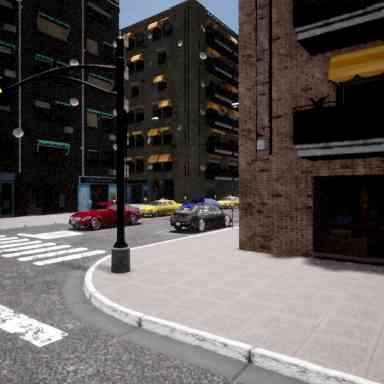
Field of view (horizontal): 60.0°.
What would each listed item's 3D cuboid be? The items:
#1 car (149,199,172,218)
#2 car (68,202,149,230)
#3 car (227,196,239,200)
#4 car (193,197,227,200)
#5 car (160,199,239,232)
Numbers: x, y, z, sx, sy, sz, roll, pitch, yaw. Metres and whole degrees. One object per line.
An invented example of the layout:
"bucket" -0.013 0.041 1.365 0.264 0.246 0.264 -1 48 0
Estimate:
"car" -2.576 1.252 27.359 1.752 1.417 4.829 1 1 36
"car" -5.011 1.343 19.788 1.812 1.442 4.674 0 1 36
"car" 4.082 1.111 36.540 1.752 1.417 4.829 1 1 36
"car" 0.709 1.221 27.692 1.812 1.442 4.674 0 1 36
"car" 0.591 1.333 18.305 2.008 1.369 4.403 1 1 36
